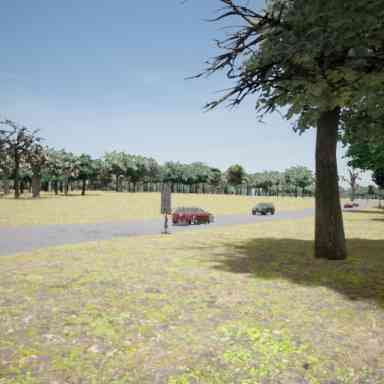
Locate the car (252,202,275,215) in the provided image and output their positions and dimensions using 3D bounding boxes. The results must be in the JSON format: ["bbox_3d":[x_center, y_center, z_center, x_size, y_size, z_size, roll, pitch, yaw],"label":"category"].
[{"bbox_3d":[11.855,2.733,54.881,2.150,2.045,5.566,1,-1,35],"label":"car"}]

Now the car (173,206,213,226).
[{"bbox_3d":[0.183,2.201,32.079,2.097,1.767,4.553,1,-1,35],"label":"car"}]
